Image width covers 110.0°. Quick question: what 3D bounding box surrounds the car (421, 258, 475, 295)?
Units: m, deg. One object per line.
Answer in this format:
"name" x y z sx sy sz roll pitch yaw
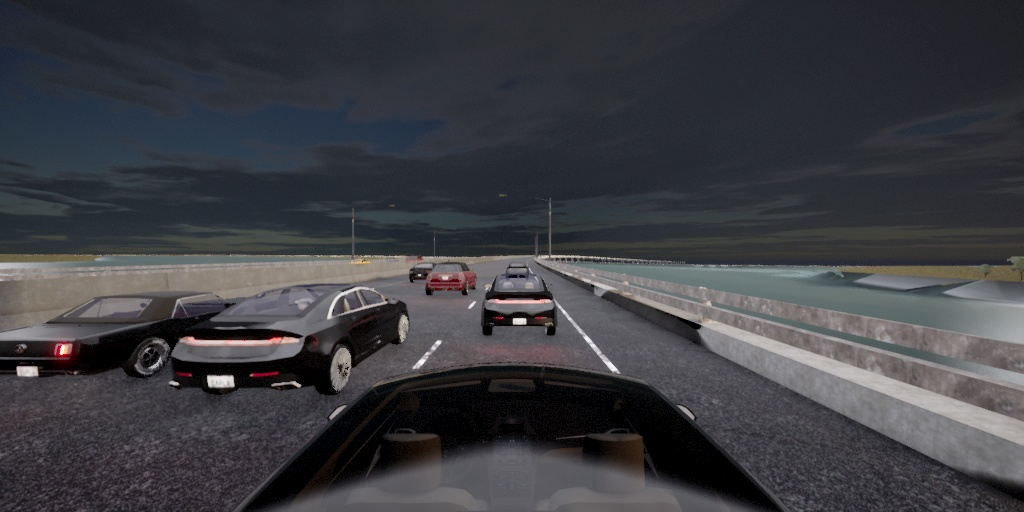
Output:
"car" -3.204 1.099 19.679 2.097 1.767 4.553 0 0 2

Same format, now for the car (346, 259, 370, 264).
"car" -23.627 1.212 55.135 1.882 1.535 5.008 0 0 2

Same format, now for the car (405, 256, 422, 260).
"car" -16.444 0.952 60.012 2.150 2.045 5.566 0 0 2

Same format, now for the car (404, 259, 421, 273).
"car" -6.567 1.224 28.136 1.882 1.535 5.008 0 0 1

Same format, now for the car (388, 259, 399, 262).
"car" -19.974 1.277 59.328 2.033 1.411 5.357 0 0 2

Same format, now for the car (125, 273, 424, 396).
"car" -3.358 1.241 6.586 2.128 1.511 4.902 0 0 1

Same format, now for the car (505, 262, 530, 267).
"car" 0.463 1.236 30.040 2.128 1.511 4.902 0 0 1

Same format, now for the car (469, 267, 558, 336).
"car" 0.186 1.241 10.392 2.128 1.511 4.902 0 0 0

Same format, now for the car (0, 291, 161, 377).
"car" -6.852 1.351 7.312 1.895 1.301 4.718 0 0 1
